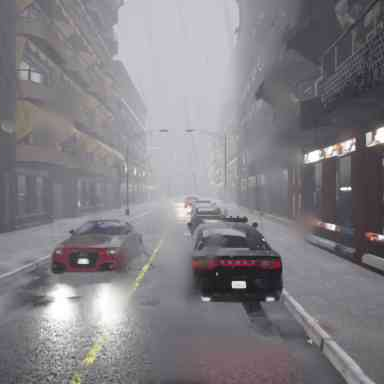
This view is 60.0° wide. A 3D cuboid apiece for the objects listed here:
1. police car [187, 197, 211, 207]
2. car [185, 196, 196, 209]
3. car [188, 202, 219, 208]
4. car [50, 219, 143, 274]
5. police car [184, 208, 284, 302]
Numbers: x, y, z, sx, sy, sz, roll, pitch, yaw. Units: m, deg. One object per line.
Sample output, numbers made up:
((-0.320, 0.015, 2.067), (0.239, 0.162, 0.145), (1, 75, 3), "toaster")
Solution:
((0.825, 1.434, 24.437), (1.930, 1.638, 5.238), (0, 0, 0), "police car")
((0.034, 1.383, 47.121), (2.097, 1.767, 4.553), (0, 0, 0), "car")
((0.825, 1.511, 18.327), (1.837, 1.490, 4.892), (0, 0, 0), "car")
((-2.750, 1.566, 10.398), (1.994, 1.385, 4.181), (0, 0, 0), "car")
((0.825, 1.427, 8.436), (1.930, 1.638, 5.238), (0, 0, 0), "police car")
